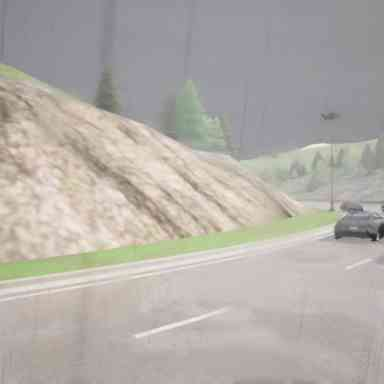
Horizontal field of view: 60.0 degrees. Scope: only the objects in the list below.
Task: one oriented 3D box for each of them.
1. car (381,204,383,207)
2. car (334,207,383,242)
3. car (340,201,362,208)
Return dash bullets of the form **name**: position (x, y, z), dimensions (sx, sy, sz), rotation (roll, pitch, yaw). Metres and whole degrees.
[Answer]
- **car**: position (22.980, 1.718, 37.820), dimensions (2.128, 1.511, 4.902), rotation (0, -1, 16)
- **car**: position (8.882, 1.681, 17.257), dimensions (1.994, 1.385, 4.181), rotation (-1, -1, 39)
- **car**: position (20.789, 1.864, 43.531), dimensions (1.994, 1.385, 4.181), rotation (0, -1, 11)
